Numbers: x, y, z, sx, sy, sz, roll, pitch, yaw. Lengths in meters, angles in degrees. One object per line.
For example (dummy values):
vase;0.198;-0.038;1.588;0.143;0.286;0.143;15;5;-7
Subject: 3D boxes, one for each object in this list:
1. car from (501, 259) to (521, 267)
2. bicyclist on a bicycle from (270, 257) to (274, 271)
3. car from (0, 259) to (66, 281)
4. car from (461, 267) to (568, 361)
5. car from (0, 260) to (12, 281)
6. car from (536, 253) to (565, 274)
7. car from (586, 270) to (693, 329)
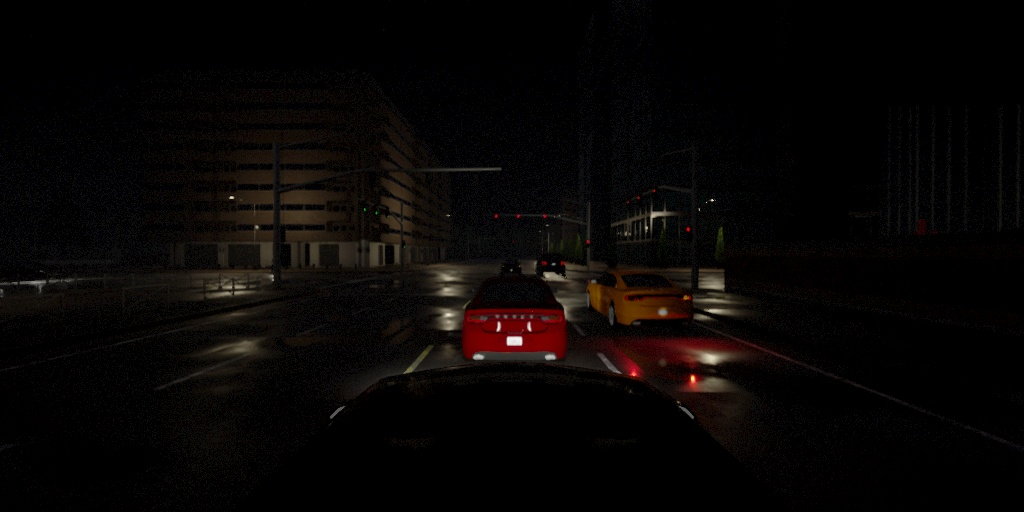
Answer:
car;-0.085;1.046;34.263;1.812;1.442;4.674;0;0;-1
bicyclist on a bicycle;-25.540;0.819;38.689;0.582;1.620;1.656;0;1;0
car;-37.683;1.129;27.769;4.674;1.442;1.812;0;0;0
car;0.058;1.177;8.161;1.882;1.535;5.008;0;0;0
car;-37.652;1.156;24.269;4.674;1.442;1.812;0;0;0
car;3.440;0.759;32.464;2.150;2.045;5.566;0;1;-1
car;3.577;1.156;10.937;1.882;1.535;5.008;0;0;0
